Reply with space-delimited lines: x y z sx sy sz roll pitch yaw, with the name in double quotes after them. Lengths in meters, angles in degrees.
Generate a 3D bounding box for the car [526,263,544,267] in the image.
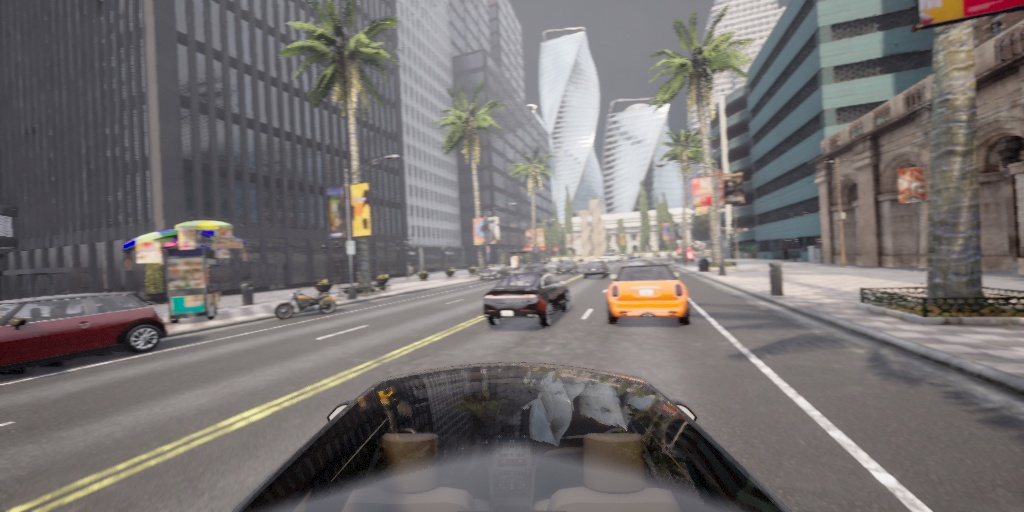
2.553 1.459 39.228 1.994 1.385 4.181 -3 0 19 "car"

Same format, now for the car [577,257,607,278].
7.338 1.126 31.095 2.033 1.411 5.357 -3 0 19 "car"

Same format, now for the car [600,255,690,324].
4.188 0.950 11.333 2.097 1.767 4.553 -3 0 19 "car"

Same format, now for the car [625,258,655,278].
10.624 0.942 29.899 2.033 1.411 5.357 -3 0 19 "car"

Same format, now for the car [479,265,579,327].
0.659 1.281 11.799 2.128 1.511 4.902 -3 0 19 "car"

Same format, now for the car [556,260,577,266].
5.902 1.213 38.224 1.837 1.490 4.892 -3 0 19 "car"
